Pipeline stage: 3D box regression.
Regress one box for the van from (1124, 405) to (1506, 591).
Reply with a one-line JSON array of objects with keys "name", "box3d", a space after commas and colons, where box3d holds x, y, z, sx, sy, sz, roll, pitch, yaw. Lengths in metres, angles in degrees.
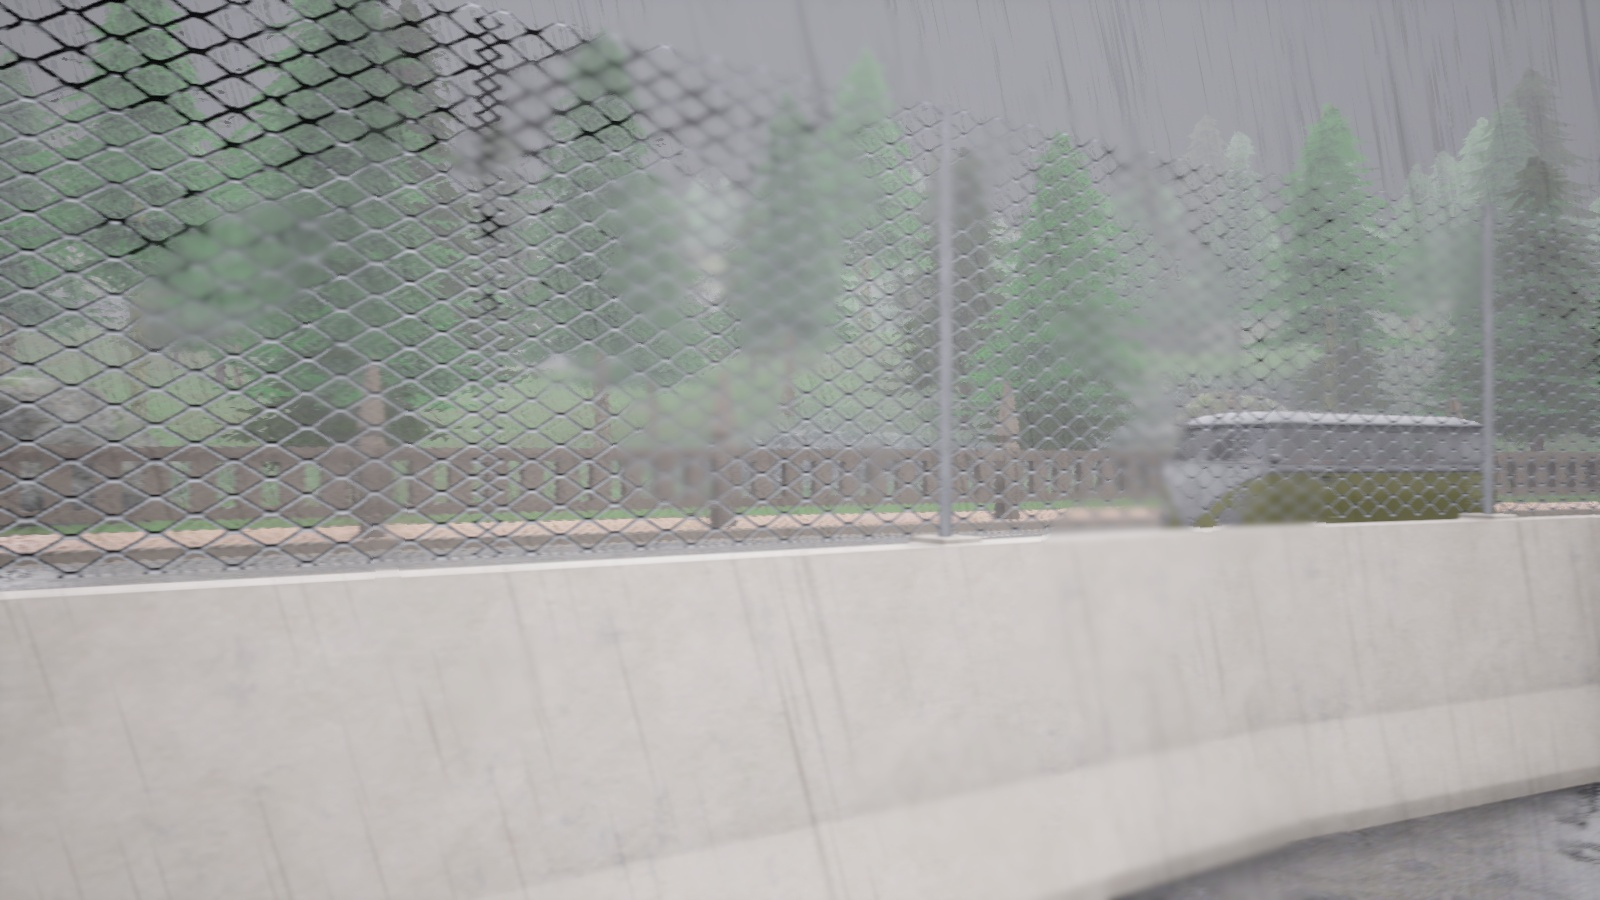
[{"name": "van", "box3d": [6.275, 0.516, 15.233, 4.442, 1.987, 1.775, 0, 0, -26]}]
